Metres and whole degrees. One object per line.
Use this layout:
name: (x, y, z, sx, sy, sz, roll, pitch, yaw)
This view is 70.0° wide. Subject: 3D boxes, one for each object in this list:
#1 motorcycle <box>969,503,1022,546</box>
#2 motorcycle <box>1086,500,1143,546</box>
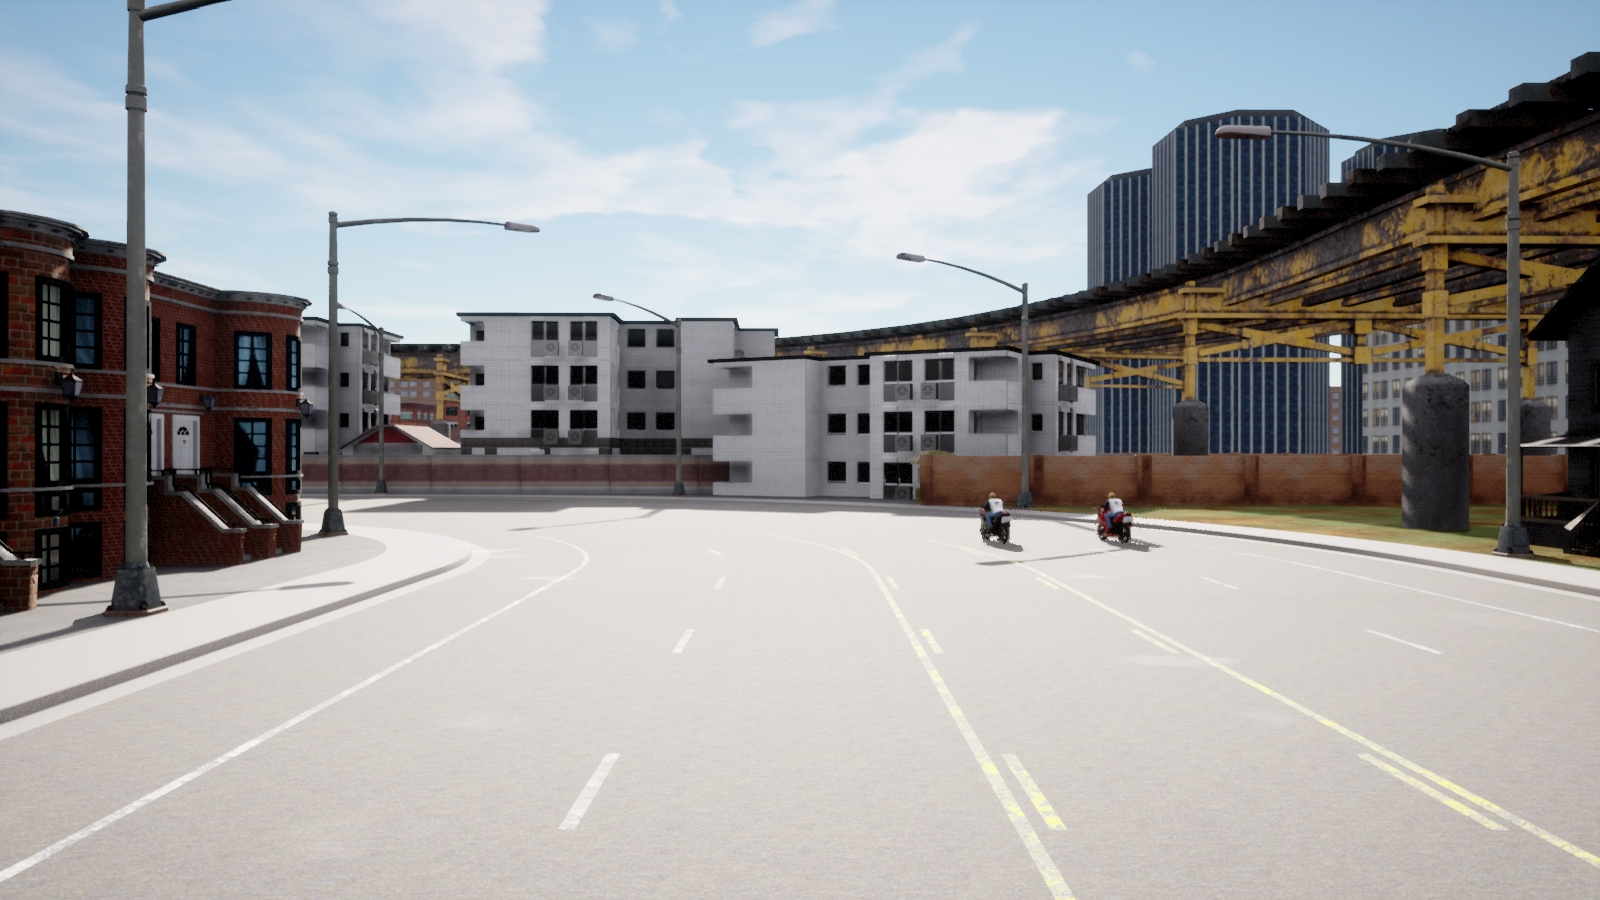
motorcycle: (5.853, 2.214, 34.352, 0.803, 1.145, 2.033, -1, 0, -14)
motorcycle: (9.431, 2.174, 34.370, 0.803, 1.224, 2.033, -1, 0, -12)
